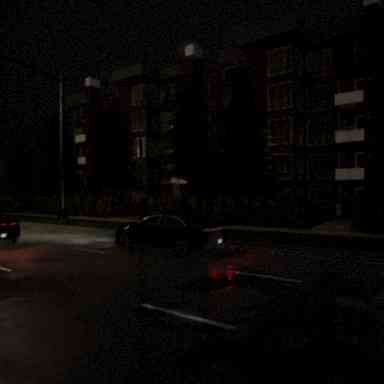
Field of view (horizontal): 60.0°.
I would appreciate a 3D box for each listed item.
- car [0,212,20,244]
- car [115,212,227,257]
[{"bbox_3d":[-9.751,1.591,15.150,4.902,1.511,2.128,0,0,35],"label":"car"},{"bbox_3d":[-0.983,1.538,13.207,4.902,1.511,2.128,0,0,36],"label":"car"}]
